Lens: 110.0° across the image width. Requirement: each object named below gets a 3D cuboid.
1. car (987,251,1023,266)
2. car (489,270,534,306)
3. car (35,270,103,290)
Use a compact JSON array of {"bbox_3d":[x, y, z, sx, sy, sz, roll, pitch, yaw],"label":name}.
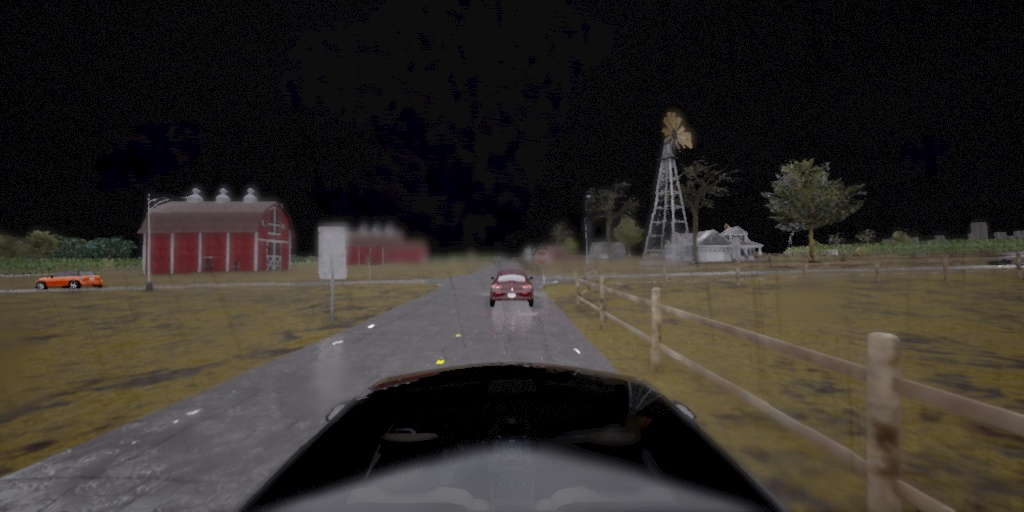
[{"bbox_3d":[48.660,0.228,34.443,4.181,1.385,1.994,-1,-1,0],"label":"car"},{"bbox_3d":[-0.002,1.349,16.043,1.812,1.442,4.674,0,0,0],"label":"car"},{"bbox_3d":[-42.099,2.236,34.108,4.553,1.767,2.097,-2,-1,0],"label":"car"}]
